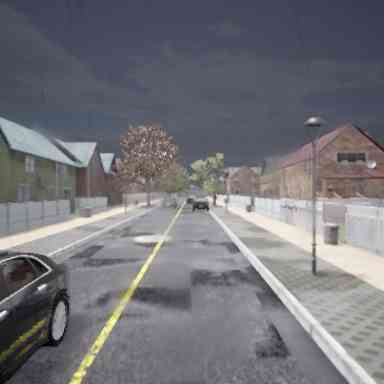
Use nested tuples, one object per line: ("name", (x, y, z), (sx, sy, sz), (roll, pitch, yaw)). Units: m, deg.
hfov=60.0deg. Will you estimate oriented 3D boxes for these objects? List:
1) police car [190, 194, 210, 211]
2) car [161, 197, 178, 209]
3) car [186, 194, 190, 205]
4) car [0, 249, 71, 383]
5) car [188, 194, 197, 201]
("police car", (0.975, 1.297, 37.925), (1.930, 1.638, 5.238), (0, 0, 0))
("car", (-2.821, 1.351, 42.047), (2.128, 1.511, 4.902), (0, 0, 0))
("car", (0.020, 1.298, 55.652), (1.882, 1.535, 5.008), (0, 0, 0))
("car", (-2.848, 1.492, 3.495), (1.837, 1.490, 4.892), (0, 0, 0))
("car", (0.026, 1.159, 71.039), (1.812, 1.442, 4.674), (0, 0, 0))
